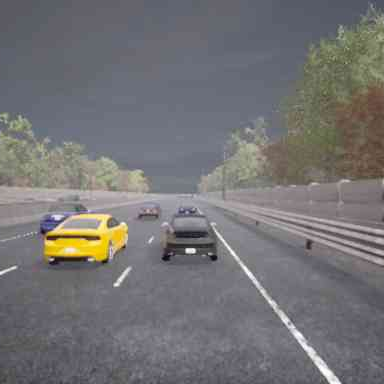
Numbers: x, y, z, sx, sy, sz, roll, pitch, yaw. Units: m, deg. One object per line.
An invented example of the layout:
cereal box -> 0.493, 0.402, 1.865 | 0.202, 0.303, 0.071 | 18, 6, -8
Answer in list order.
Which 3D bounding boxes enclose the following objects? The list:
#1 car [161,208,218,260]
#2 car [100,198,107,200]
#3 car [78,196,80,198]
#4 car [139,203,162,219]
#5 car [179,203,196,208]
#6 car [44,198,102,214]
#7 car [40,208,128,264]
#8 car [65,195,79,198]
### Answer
car -> -0.087, 1.589, 12.810 | 1.837, 1.490, 4.892 | 0, 0, -1
car -> -18.670, 1.942, 69.516 | 2.128, 1.511, 4.902 | 0, 0, -1
car -> -22.200, 1.963, 71.229 | 1.895, 1.301, 4.718 | 0, 0, -1
car -> -3.915, 1.745, 31.782 | 2.033, 1.411, 5.357 | 0, 0, -1
car -> -0.498, 1.842, 36.119 | 1.895, 1.301, 4.718 | 0, 0, -1
car -> -7.209, 1.454, 19.878 | 2.097, 1.767, 4.553 | 0, 0, -1
car -> -3.574, 1.542, 12.101 | 1.882, 1.535, 5.008 | 0, 0, -1
car -> -25.698, 1.579, 71.172 | 2.150, 2.045, 5.566 | 0, 0, -1
